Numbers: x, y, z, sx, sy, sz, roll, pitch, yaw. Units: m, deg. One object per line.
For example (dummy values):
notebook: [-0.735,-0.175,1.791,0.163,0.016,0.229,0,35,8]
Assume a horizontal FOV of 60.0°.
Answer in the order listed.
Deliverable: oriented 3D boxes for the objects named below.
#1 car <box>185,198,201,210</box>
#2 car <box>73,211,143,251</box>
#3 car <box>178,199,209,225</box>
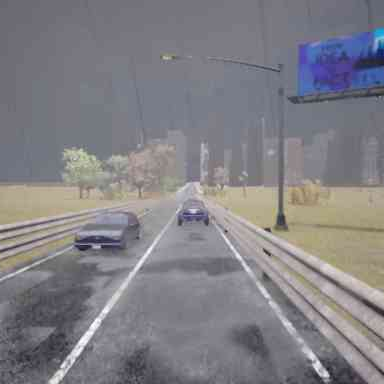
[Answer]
car: [0.090,1.551,42.476,1.994,1.385,4.181,0,0,0]
car: [-3.318,1.543,14.292,2.033,1.411,5.357,0,0,0]
car: [0.095,1.344,24.205,2.097,1.767,4.553,0,0,0]
